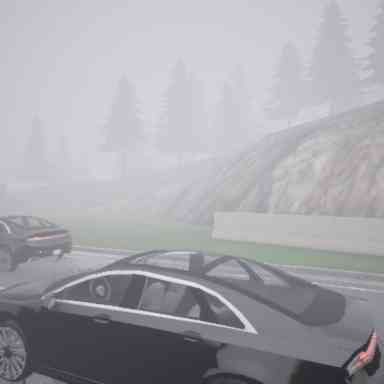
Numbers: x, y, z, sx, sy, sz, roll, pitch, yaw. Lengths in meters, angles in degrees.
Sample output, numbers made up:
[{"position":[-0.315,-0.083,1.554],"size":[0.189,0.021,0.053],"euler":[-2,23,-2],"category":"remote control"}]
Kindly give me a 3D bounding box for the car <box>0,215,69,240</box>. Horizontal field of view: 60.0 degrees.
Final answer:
[{"position":[-6.014,1.494,10.538],"size":[4.902,1.511,2.128],"euler":[0,0,26],"category":"car"}]

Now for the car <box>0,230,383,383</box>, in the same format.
[{"position":[-0.447,1.490,4.031],"size":[4.902,1.511,2.128],"euler":[0,0,27],"category":"car"}]
